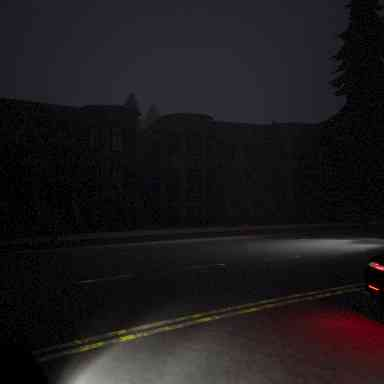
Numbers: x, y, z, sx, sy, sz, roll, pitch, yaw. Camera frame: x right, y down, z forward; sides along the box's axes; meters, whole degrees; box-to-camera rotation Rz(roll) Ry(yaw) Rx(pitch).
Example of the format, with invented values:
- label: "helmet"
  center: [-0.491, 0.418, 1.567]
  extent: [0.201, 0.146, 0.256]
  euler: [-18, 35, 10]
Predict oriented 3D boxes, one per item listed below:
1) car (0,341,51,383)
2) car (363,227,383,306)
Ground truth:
- label: "car"
  center: [-3.293, 1.547, 1.235]
  extent: [5.357, 1.411, 2.033]
  euler: [0, 0, -38]
- label: "car"
  center: [5.464, 1.492, 6.218]
  extent: [4.902, 1.511, 2.128]
  euler: [0, 0, -24]
